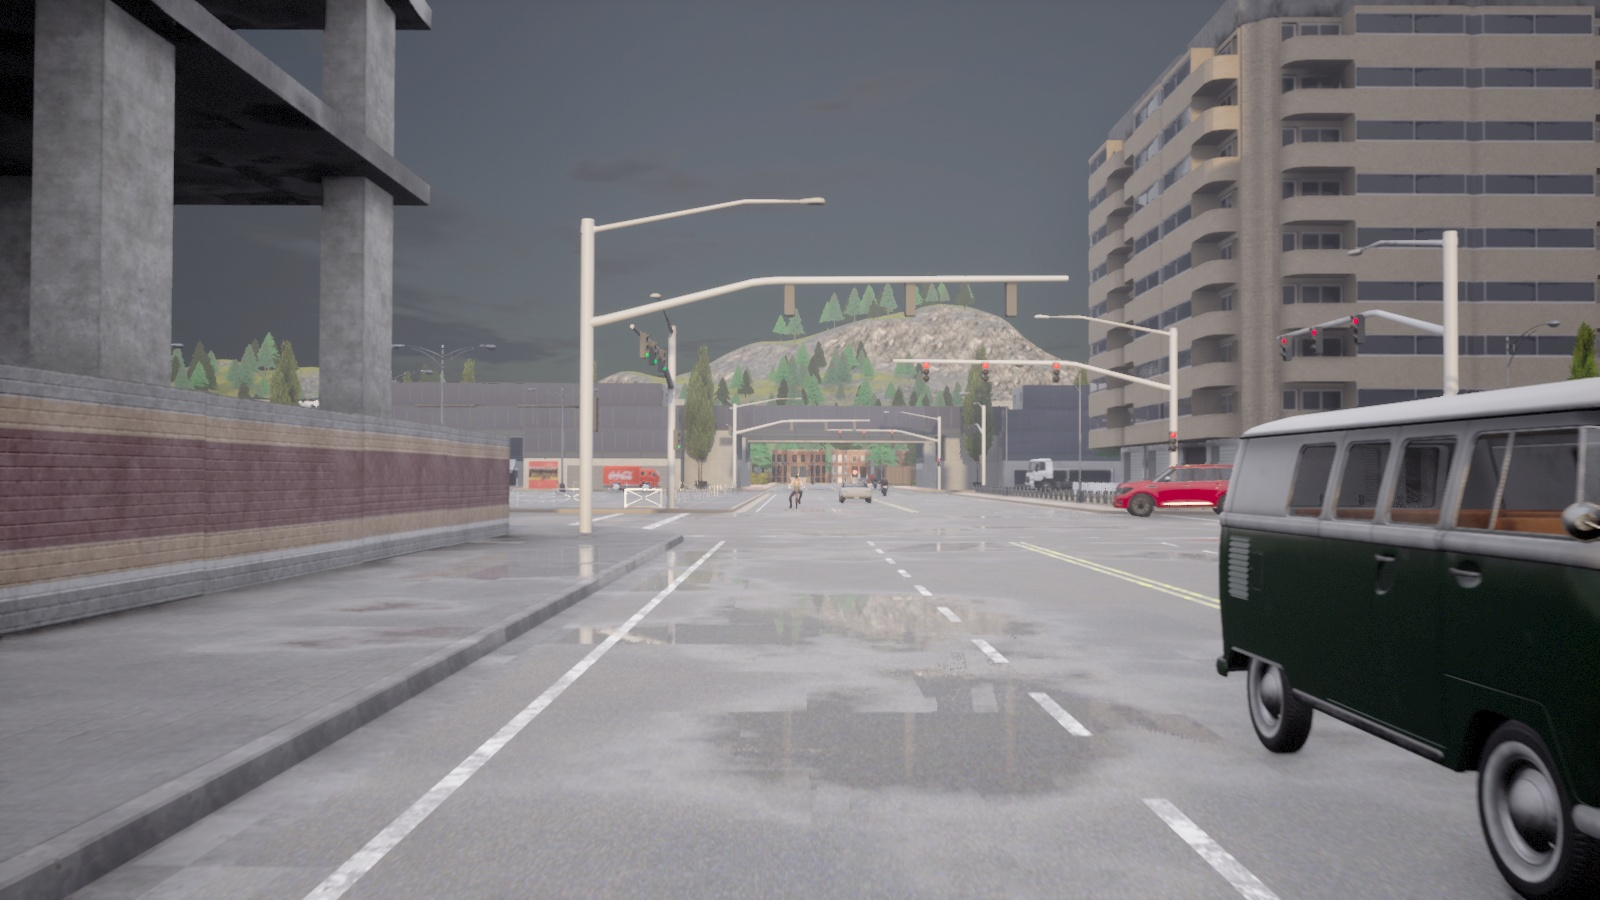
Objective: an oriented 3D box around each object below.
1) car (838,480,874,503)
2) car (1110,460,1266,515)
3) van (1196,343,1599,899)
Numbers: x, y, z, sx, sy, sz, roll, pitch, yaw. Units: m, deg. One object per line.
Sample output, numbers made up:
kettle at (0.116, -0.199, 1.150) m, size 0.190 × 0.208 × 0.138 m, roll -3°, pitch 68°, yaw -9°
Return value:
car at (3.315, 2.470, 75.179) m, size 1.895 × 1.301 × 4.718 m, roll 0°, pitch -1°, yaw 0°
car at (14.985, 1.456, 48.820) m, size 5.566 × 2.045 × 2.150 m, roll -1°, pitch -1°, yaw 12°
van at (3.484, 0.685, 5.975) m, size 1.775 × 1.987 × 4.442 m, roll 0°, pitch -1°, yaw 0°
